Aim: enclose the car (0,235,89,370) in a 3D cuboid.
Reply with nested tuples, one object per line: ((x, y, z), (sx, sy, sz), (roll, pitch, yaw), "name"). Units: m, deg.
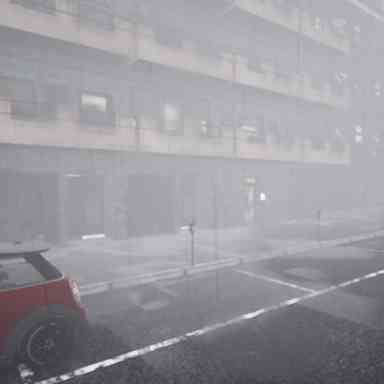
((-3.524, 1.453, 4.037), (4.097, 1.590, 1.967), (-1, 1, -35), "car")
